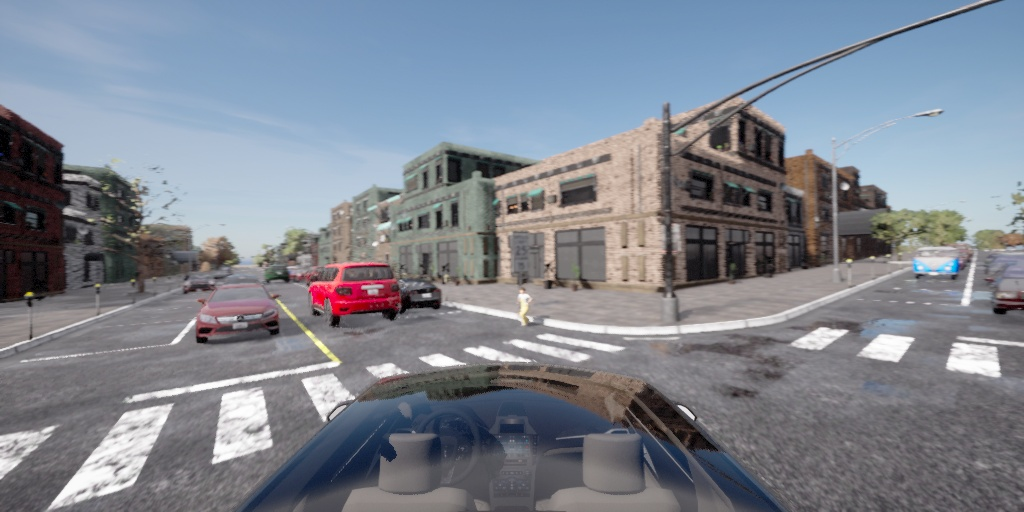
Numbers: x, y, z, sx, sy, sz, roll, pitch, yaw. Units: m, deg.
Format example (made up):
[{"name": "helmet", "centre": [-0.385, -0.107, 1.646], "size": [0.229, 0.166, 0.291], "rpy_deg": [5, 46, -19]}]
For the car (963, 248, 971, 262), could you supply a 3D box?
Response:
[{"name": "car", "centre": [37.536, 0.214, 30.725], "size": [4.313, 1.339, 1.948], "rpy_deg": [0, 0, -38]}]

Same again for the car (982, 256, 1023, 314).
[{"name": "car", "centre": [15.274, 0.860, 10.334], "size": [5.357, 1.411, 2.033], "rpy_deg": [-2, 0, -38]}]

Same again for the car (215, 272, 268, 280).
[{"name": "car", "centre": [-14.689, 1.819, 19.528], "size": [1.837, 1.490, 4.892], "rpy_deg": [-1, -1, -37]}]

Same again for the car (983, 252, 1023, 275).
[{"name": "car", "centre": [31.530, 0.437, 22.788], "size": [4.718, 1.301, 1.895], "rpy_deg": [-2, 0, -37]}]

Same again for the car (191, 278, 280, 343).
[{"name": "car", "centre": [-8.458, 1.603, 11.197], "size": [1.812, 1.442, 4.674], "rpy_deg": [-1, -1, -37]}]

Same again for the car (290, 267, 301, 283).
[{"name": "car", "centre": [-24.489, 2.255, 42.289], "size": [1.967, 1.591, 4.097], "rpy_deg": [0, 0, -37]}]

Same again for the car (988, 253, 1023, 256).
[{"name": "car", "centre": [23.349, 0.623, 16.541], "size": [5.357, 1.411, 2.033], "rpy_deg": [-2, 0, -37]}]

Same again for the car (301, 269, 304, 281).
[{"name": "car", "centre": [-17.841, 1.878, 33.409], "size": [2.192, 1.841, 5.009], "rpy_deg": [0, 0, -37]}]

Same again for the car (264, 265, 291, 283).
[{"name": "car", "centre": [-27.151, 2.079, 41.502], "size": [2.150, 2.045, 5.566], "rpy_deg": [-1, -1, -37]}]

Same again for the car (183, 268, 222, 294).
[{"name": "car", "centre": [-24.546, 2.070, 28.383], "size": [1.967, 1.591, 4.097], "rpy_deg": [0, 0, -37]}]

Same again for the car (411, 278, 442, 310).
[{"name": "car", "centre": [-4.542, 1.624, 15.648], "size": [1.948, 1.339, 4.313], "rpy_deg": [0, 0, -37]}]

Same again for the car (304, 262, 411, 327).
[{"name": "car", "centre": [-5.981, 1.277, 13.336], "size": [2.150, 2.045, 5.566], "rpy_deg": [-1, -1, -38]}]

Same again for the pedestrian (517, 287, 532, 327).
[{"name": "pedestrian", "centre": [0.403, 1.469, 10.831], "size": [0.375, 1.300, 0.375], "rpy_deg": [-1, 0, -37]}]

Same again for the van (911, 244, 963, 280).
[{"name": "van", "centre": [24.382, 0.375, 20.601], "size": [3.998, 1.789, 1.690], "rpy_deg": [0, 0, -38]}]

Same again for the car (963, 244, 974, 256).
[{"name": "car", "centre": [46.304, -0.294, 37.475], "size": [5.009, 1.841, 2.192], "rpy_deg": [0, 0, -38]}]

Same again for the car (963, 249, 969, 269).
[{"name": "car", "centre": [33.151, 0.359, 27.350], "size": [4.207, 1.307, 1.802], "rpy_deg": [0, 0, -38]}]
